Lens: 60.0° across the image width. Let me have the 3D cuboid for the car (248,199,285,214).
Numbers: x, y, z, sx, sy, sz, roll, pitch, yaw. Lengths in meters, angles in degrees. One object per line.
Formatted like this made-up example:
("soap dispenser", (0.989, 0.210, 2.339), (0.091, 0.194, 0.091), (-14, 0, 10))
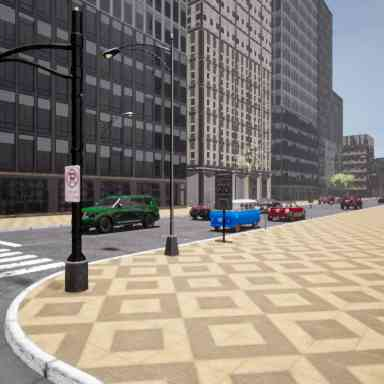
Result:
("car", (8.224, 1.523, 36.322), (2.128, 1.511, 4.902), (0, 0, 38))

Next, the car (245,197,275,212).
("car", (8.281, 1.471, 40.449), (1.967, 1.590, 4.097), (0, 0, 38))

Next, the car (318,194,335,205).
("car", (25.306, 1.380, 62.450), (2.192, 1.841, 5.009), (0, 0, 38))

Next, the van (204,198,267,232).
("van", (2.723, 1.368, 20.209), (1.690, 1.788, 3.998), (0, 0, 38))

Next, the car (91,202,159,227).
("car", (-4.657, 1.540, 23.941), (1.752, 1.417, 4.829), (0, 0, 38))

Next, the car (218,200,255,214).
("car", (4.876, 1.570, 36.049), (1.887, 1.381, 4.507), (0, 0, 38))

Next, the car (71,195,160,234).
("car", (-4.380, 1.238, 20.019), (2.150, 2.045, 5.566), (0, 0, 39))

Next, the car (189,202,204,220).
("car", (1.837, 1.624, 28.086), (1.895, 1.301, 4.718), (0, 0, 38))

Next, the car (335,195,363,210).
("car", (21.322, 1.368, 44.426), (2.192, 1.841, 5.009), (0, 0, 38))

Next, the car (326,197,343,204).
("car", (28.711, 1.624, 66.849), (2.008, 1.369, 4.403), (0, 0, 38))

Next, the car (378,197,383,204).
("car", (38.347, 1.658, 66.425), (1.947, 1.339, 4.313), (0, 0, 38))

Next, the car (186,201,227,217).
("car", (1.471, 1.603, 31.648), (1.802, 1.307, 4.206), (0, 0, 38))

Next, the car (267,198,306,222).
("car", (7.703, 1.472, 26.825), (1.967, 1.590, 4.097), (0, 0, 38))
